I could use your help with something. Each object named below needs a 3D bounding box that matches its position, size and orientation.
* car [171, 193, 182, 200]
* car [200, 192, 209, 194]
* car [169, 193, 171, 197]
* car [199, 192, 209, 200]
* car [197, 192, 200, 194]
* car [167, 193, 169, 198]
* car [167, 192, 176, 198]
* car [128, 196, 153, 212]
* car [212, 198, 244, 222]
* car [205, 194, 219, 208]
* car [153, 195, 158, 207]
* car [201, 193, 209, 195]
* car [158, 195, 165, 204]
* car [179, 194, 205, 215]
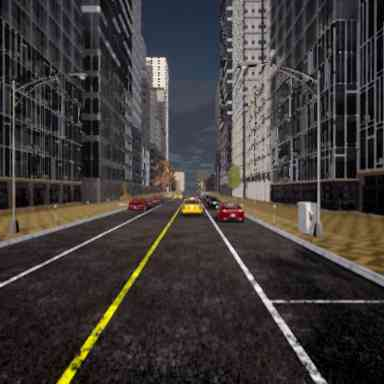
[{"bbox_3d":[-2.982,0.937,71.762,1.882,1.535,5.008,0,0,0],"label":"car"},{"bbox_3d":[2.708,1.103,63.980,1.947,1.339,4.313,0,0,0],"label":"car"},{"bbox_3d":[-5.666,0.874,86.591,1.752,1.417,4.829,0,0,0],"label":"car"},{"bbox_3d":[2.712,0.884,75.364,1.967,1.590,4.097,0,0,0],"label":"car"},{"bbox_3d":[0.017,1.146,59.957,1.994,1.385,4.181,0,0,0],"label":"car"},{"bbox_3d":[-5.674,1.147,58.299,1.947,1.339,4.313,0,0,0],"label":"car"},{"bbox_3d":[-5.665,0.849,92.455,2.008,1.369,4.403,0,0,0],"label":"car"},{"bbox_3d":[-5.679,1.300,35.529,1.887,1.381,4.507,0,0,0],"label":"car"},{"bbox_3d":[2.698,1.383,24.136,1.887,1.381,4.507,0,0,0],"label":"car"},{"bbox_3d":[2.702,1.279,41.213,1.947,1.339,4.313,0,0,0],"label":"car"},{"bbox_3d":[-5.678,1.294,41.223,1.802,1.307,4.206,0,0,0],"label":"car"},{"bbox_3d":[2.705,1.192,52.596,1.947,1.339,4.313,0,0,0],"label":"car"},{"bbox_3d":[-5.675,1.170,52.607,1.887,1.381,4.507,0,0,0],"label":"car"},{"bbox_3d":[0.023,1.266,30.452,1.801,1.575,5.366,0,0,0],"label":"car"}]
